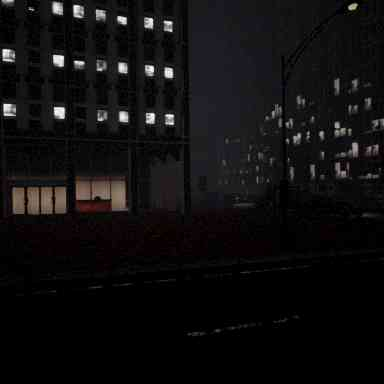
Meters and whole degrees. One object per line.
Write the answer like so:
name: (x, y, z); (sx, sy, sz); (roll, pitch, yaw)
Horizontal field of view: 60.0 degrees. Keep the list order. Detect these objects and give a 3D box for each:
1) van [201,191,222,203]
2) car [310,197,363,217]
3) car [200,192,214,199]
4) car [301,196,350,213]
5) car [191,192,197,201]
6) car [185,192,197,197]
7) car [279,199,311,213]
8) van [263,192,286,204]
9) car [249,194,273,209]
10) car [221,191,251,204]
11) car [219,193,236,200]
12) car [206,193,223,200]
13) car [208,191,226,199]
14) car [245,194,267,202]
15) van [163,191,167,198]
van: (3.419, 0.951, 56.076); (1.690, 1.788, 3.998); (0, 1, -20)
car: (12.925, 1.434, 29.298); (1.947, 1.339, 4.313); (0, 1, -20)
car: (3.601, 0.705, 80.305); (1.967, 1.590, 4.097); (0, 1, -20)
car: (13.835, 1.259, 34.766); (1.882, 1.535, 5.008); (-1, 1, -20)
car: (-0.432, 1.056, 66.774); (2.008, 1.369, 4.403); (0, 1, -20)
car: (-0.249, 0.709, 91.001); (2.008, 1.369, 4.403); (0, 1, -20)
car: (11.016, 1.399, 34.654); (1.802, 1.307, 4.206); (0, 1, -20)
van: (13.228, 0.870, 53.566); (1.690, 1.788, 3.998); (0, 1, -20)
car: (9.145, 1.331, 40.020); (1.947, 1.339, 4.313); (0, 1, -20)
car: (7.038, 0.951, 53.769); (2.097, 1.767, 4.553); (-1, 1, -19)
car: (7.453, 0.953, 69.612); (1.802, 1.307, 4.206); (0, 1, -20)
car: (4.692, 0.930, 69.612); (1.812, 1.442, 4.674); (-1, 1, -20)
car: (5.527, 0.633, 74.956); (2.192, 1.841, 5.009); (0, 1, -20)
car: (11.304, 1.059, 58.916); (1.802, 1.307, 4.206); (0, 1, -20)
van: (-6.208, 0.687, 82.814); (1.690, 1.788, 3.998); (0, 1, -20)
